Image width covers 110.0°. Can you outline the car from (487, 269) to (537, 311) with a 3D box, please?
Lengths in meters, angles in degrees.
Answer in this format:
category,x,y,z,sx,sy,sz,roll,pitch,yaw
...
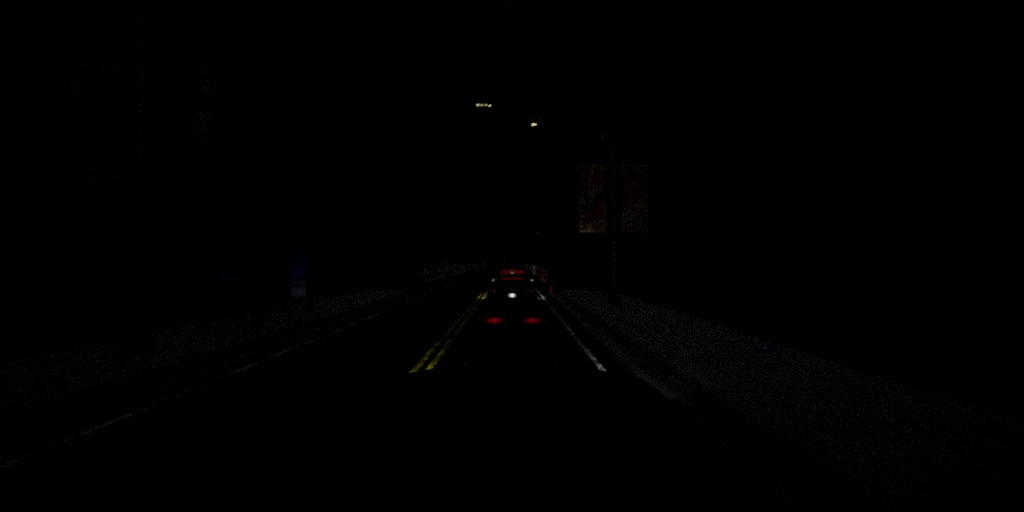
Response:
category,x,y,z,sx,sy,sz,roll,pitch,yaw
car,0.028,1.451,15.338,1.994,1.385,4.181,0,0,1

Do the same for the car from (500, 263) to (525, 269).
category,x,y,z,sx,sy,sz,roll,pitch,yaw
car,0.022,1.387,30.283,2.097,1.767,4.553,0,-1,0
